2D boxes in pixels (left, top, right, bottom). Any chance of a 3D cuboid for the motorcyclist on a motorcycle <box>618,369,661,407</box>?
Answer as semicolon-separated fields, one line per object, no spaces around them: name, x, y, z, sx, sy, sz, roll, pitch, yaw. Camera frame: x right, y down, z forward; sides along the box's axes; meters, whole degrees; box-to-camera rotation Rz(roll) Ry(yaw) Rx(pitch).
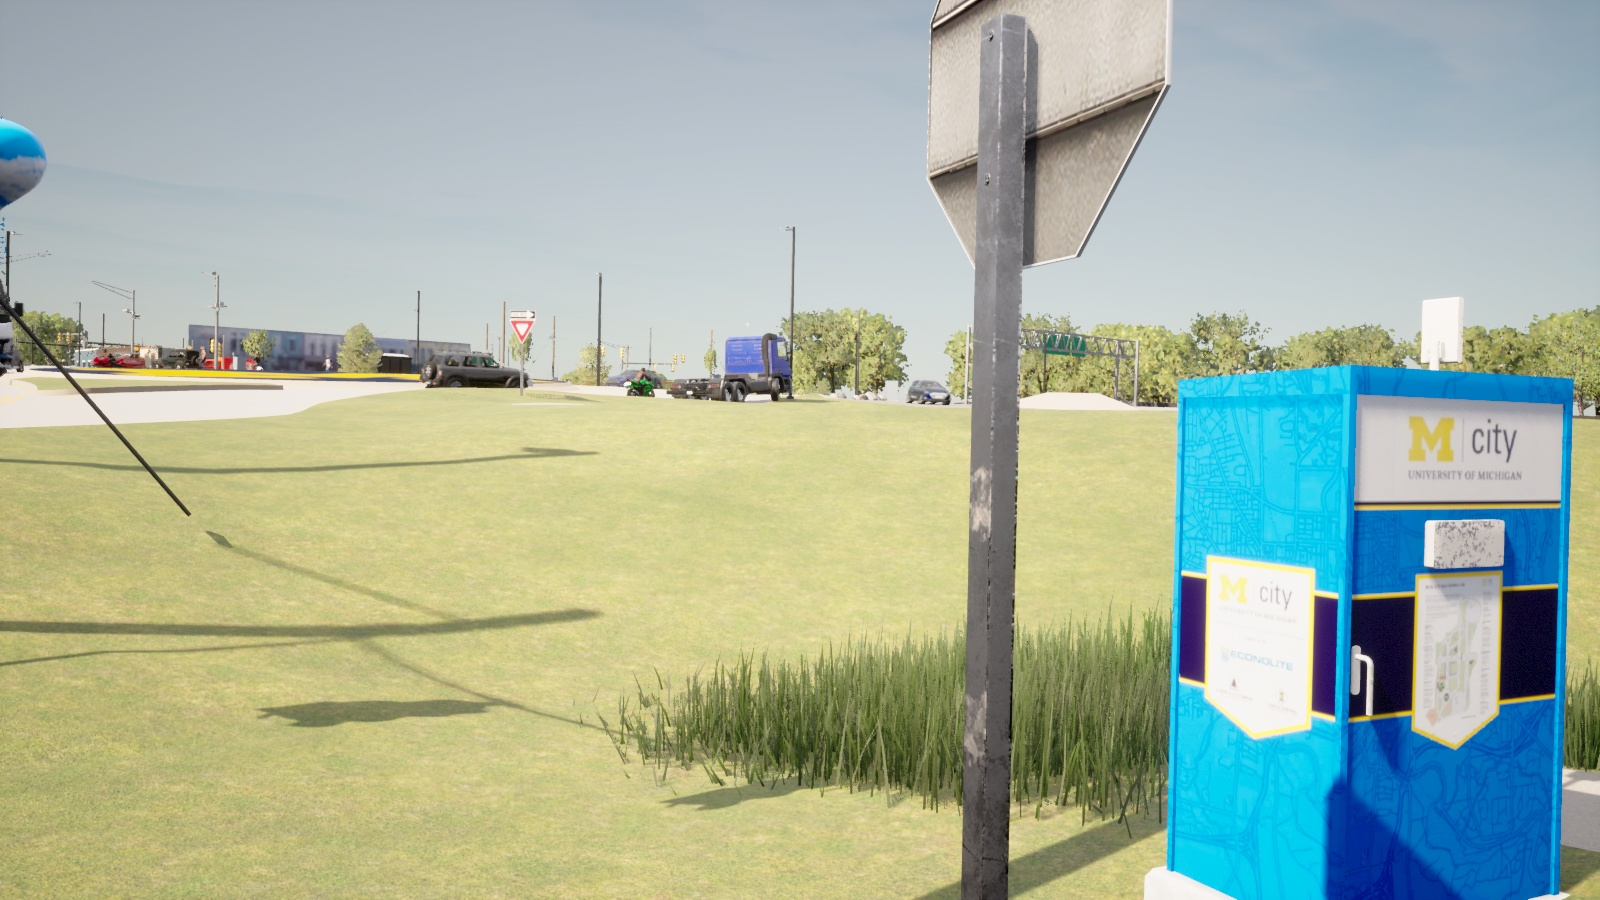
motorcyclist on a motorcycle;-6.850;-2.639;53.777;0.797;1.523;2.044;0;1;28

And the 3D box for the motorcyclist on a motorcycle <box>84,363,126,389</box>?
motorcyclist on a motorcycle;-41.636;-4.424;75.262;0.797;1.523;2.044;2;3;38

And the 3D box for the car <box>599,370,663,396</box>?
car;-12.525;-4.932;93.127;2.097;1.767;4.553;0;2;37

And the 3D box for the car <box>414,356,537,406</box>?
car;-13.617;-2.892;52.837;4.605;1.855;1.932;-1;6;-41

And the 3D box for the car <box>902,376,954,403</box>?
car;8.312;-3.970;82.186;2.033;1.649;4.856;0;3;-11

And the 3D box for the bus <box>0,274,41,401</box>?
bus;-31.852;-3.913;44.309;10.273;4.253;3.944;1;2;28

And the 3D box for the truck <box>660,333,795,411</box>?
truck;-3.410;-3.934;62.032;2.891;3.462;7.936;-1;5;27

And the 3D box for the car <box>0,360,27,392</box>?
car;-41.942;-3.830;65.409;1.789;1.549;3.705;-5;7;-16
